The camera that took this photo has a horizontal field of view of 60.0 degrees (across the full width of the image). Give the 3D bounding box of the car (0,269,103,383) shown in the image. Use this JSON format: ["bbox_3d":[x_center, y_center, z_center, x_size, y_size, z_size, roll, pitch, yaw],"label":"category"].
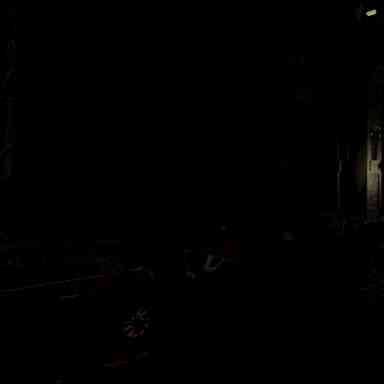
[{"bbox_3d":[-2.955,1.507,1.273,4.674,1.442,1.812,1,0,-35],"label":"car"}]

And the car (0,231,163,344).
[{"bbox_3d":[-2.558,1.447,4.827,4.097,1.590,1.967,1,-1,-35],"label":"car"}]

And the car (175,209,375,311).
[{"bbox_3d":[2.035,1.381,8.098,5.009,1.841,2.192,1,-1,-35],"label":"car"}]

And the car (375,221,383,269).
[{"bbox_3d":[6.625,1.692,11.365,4.313,1.339,1.947,1,-1,-35],"label":"car"}]
